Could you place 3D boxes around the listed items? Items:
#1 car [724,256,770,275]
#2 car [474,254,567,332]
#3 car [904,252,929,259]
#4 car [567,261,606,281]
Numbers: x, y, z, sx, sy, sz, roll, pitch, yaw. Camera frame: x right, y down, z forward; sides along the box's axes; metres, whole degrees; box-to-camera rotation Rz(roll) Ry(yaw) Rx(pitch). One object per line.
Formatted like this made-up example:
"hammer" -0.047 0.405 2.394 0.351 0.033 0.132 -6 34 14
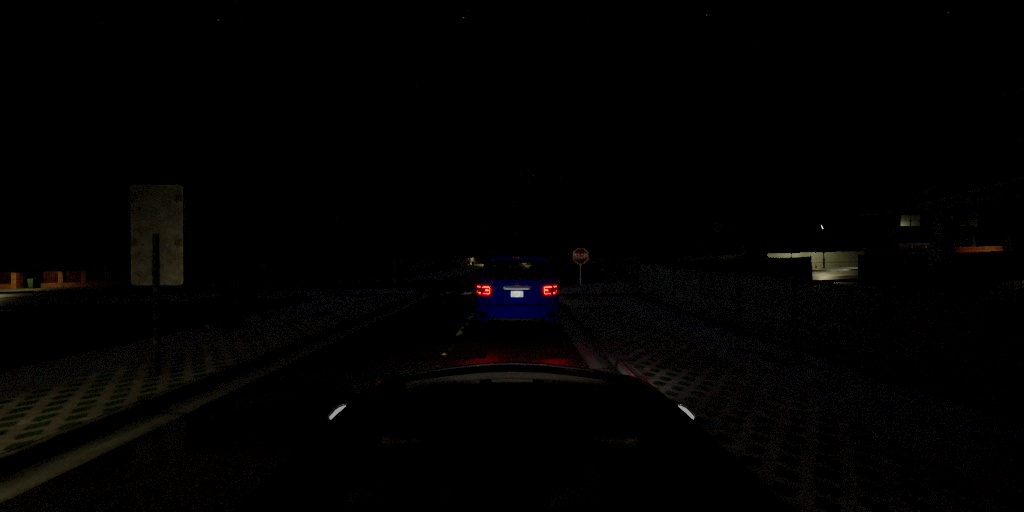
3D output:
"car" 17.061 0.723 26.638 4.674 1.442 1.812 -2 0 0
"car" 0.122 0.966 10.937 2.150 2.045 5.566 0 0 0
"car" 30.145 0.386 26.694 5.357 1.411 2.033 -2 0 0
"car" 4.112 1.112 26.504 5.357 1.411 2.033 -2 -1 -3
